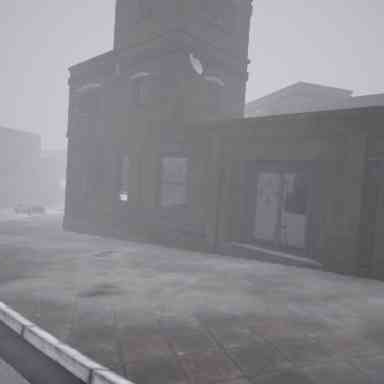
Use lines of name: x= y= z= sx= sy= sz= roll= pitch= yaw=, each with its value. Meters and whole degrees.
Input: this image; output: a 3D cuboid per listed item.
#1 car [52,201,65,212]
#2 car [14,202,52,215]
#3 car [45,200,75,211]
car: x=-18.610 y=2.363 z=50.783 sx=2.033 sy=1.411 sz=5.357 roll=4 pitch=-1 yaw=16
car: x=-19.772 y=1.991 z=40.868 sx=2.128 sy=1.511 sz=4.902 roll=4 pitch=-1 yaw=3
car: x=-21.152 y=2.153 z=53.637 sx=1.837 sy=1.490 sz=4.892 roll=4 pitch=-1 yaw=15
